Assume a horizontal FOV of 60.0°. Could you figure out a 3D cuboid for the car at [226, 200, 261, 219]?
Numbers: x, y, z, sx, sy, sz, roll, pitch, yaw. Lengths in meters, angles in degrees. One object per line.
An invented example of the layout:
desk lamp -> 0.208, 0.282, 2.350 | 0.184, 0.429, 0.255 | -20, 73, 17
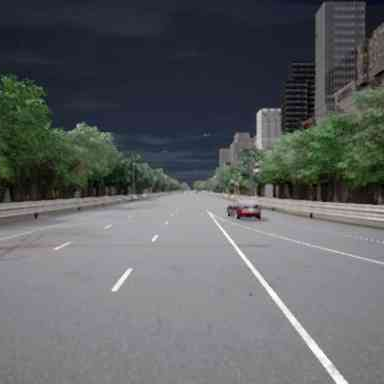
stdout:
car -> 4.156, 1.390, 27.188 | 2.163, 1.488, 4.792 | 0, 0, -7
